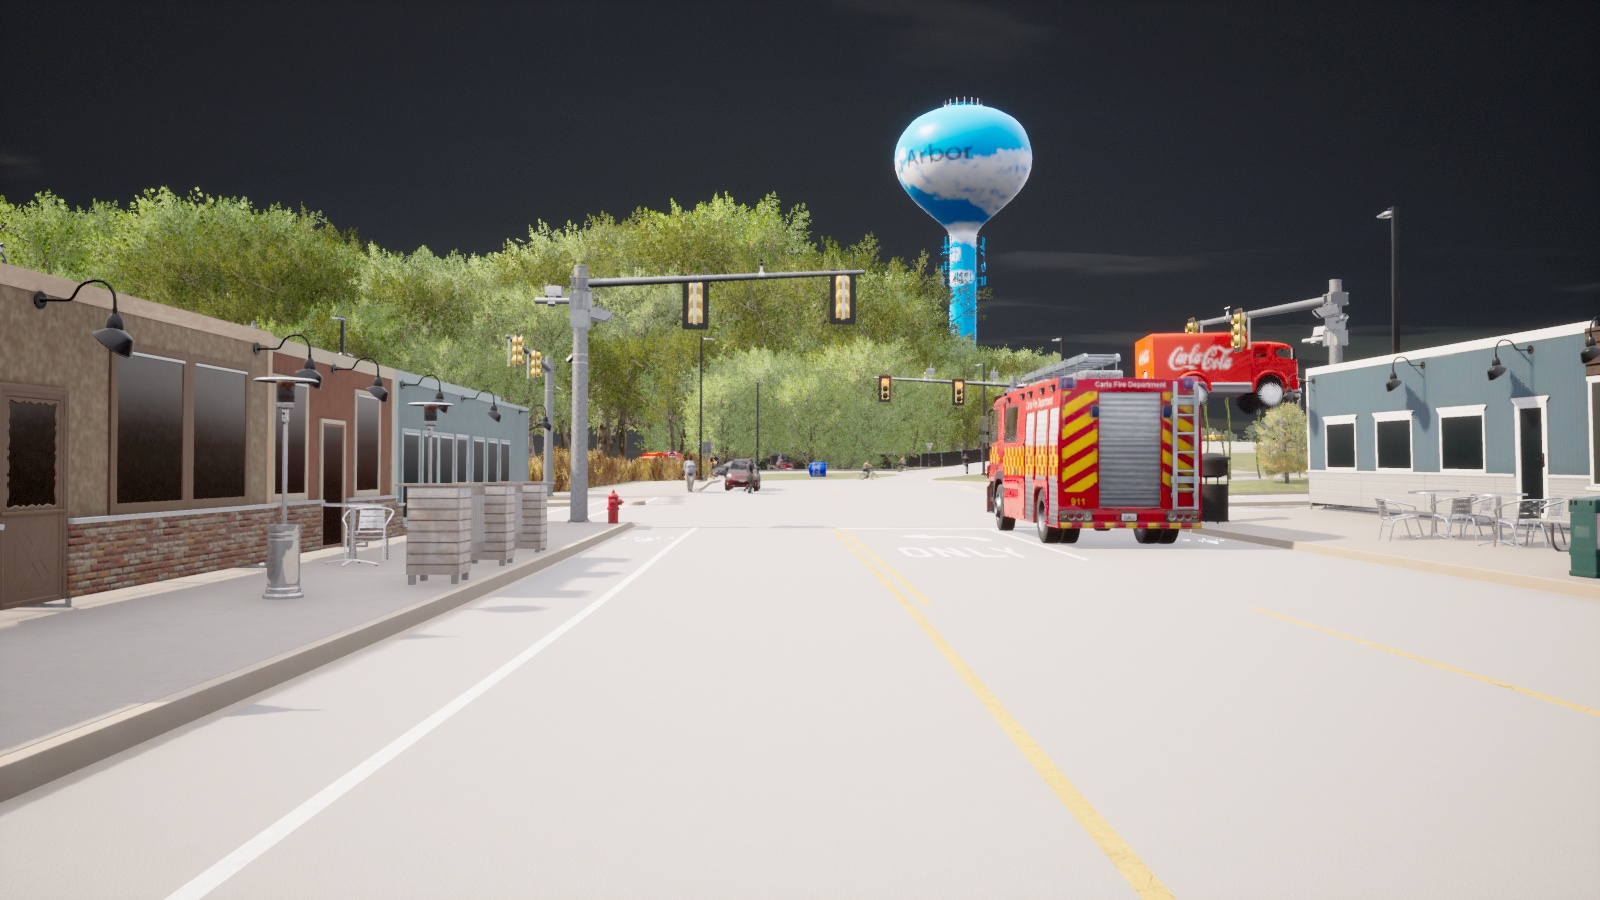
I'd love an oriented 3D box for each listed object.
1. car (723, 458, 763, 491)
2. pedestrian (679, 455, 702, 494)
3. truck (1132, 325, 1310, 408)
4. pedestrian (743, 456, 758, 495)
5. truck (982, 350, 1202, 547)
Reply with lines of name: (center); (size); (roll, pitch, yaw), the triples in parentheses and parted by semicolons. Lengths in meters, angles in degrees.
car: (-2.920, 1.248, 64.968); (1.851, 1.617, 3.988); (0, 1, 0)
pedestrian: (-5.359, 1.194, 61.491); (0.874, 1.855, 0.900); (0, -1, -22)
truck: (14.485, -2.842, 43.501); (5.204, 2.467, 2.627); (-1, -3, 0)
pedestrian: (-2.369, 1.200, 59.978); (0.720, 1.854, 0.376); (0, -1, -4)
truck: (6.313, 0.008, 28.718); (2.891, 3.827, 8.468); (0, -1, -1)
